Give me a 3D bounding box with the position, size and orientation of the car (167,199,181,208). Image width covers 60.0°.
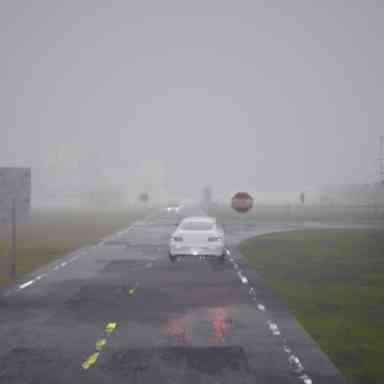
[{"bbox_3d":[-3.151,1.992,56.355,1.994,1.385,4.181,0,0,0],"label":"car"}]

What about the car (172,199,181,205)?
[{"bbox_3d":[-3.264,2.141,71.384,1.895,1.301,4.718,0,0,-1],"label":"car"}]

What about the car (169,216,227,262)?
[{"bbox_3d":[0.290,1.613,12.385,1.812,1.442,4.674,0,0,5],"label":"car"}]
